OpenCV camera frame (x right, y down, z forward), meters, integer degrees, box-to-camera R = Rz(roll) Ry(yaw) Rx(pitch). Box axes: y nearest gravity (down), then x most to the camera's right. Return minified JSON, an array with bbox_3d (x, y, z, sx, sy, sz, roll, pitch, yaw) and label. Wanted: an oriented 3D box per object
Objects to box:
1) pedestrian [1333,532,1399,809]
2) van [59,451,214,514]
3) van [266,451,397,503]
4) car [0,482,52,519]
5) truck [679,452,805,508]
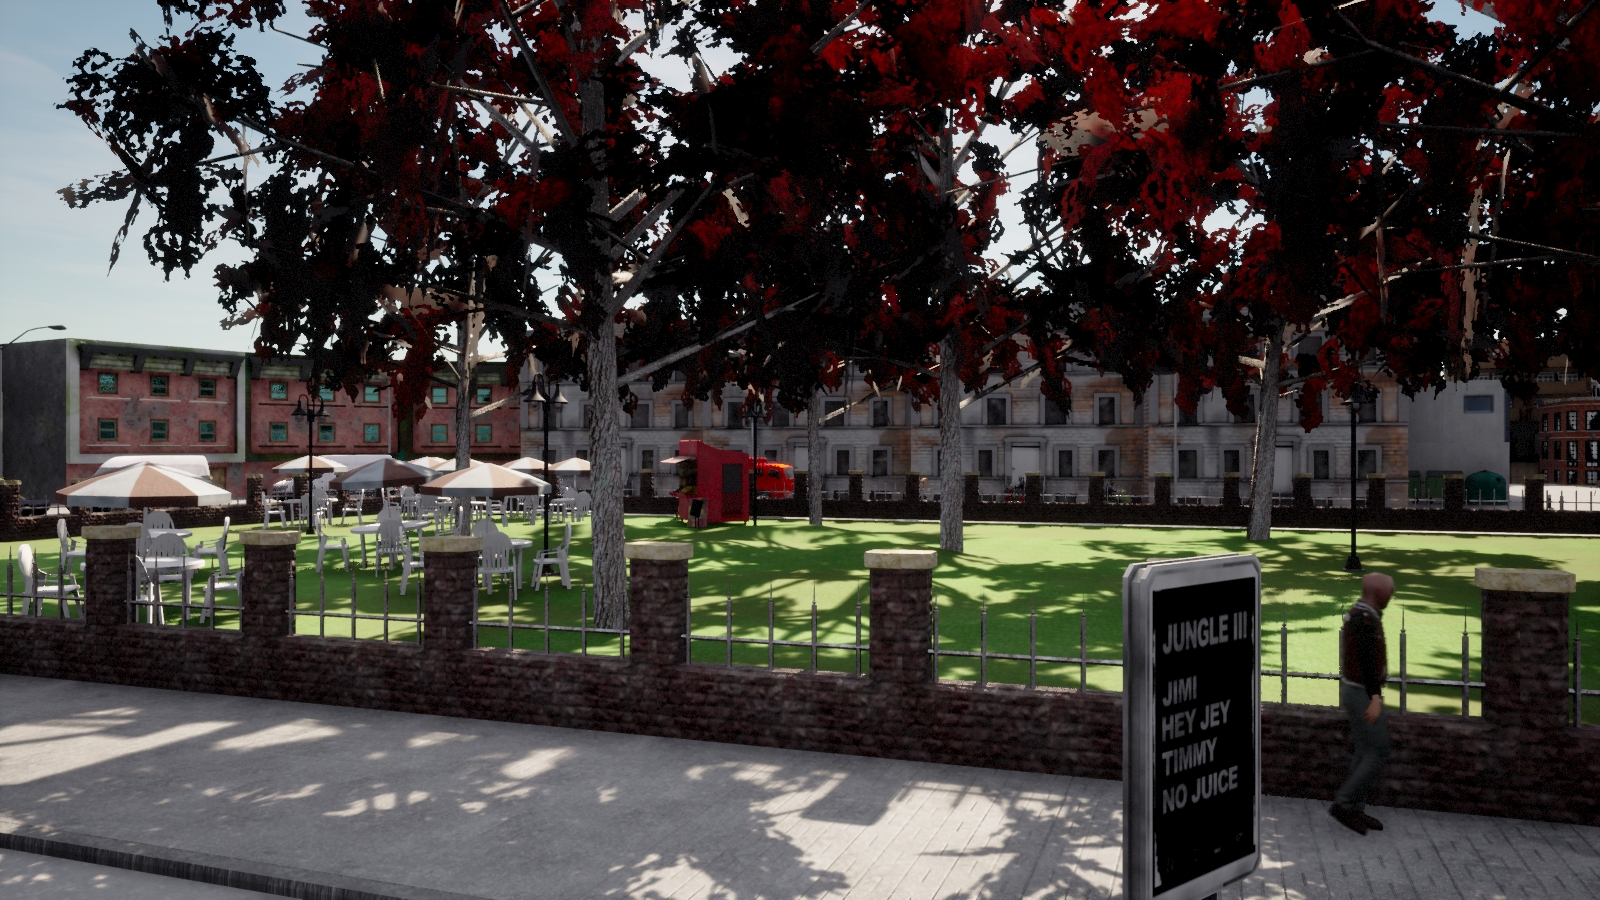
[{"bbox_3d":[3.980,1.523,8.043,0.375,1.860,0.375,0,0,19],"label":"pedestrian"},{"bbox_3d":[-28.660,1.314,49.635,1.988,2.561,5.915,0,0,21],"label":"van"},{"bbox_3d":[-24.015,1.316,58.738,5.915,2.561,1.988,0,0,-36],"label":"van"},{"bbox_3d":[-31.066,1.935,42.988,1.895,1.301,4.718,0,0,20],"label":"car"},{"bbox_3d":[-2.663,1.347,53.002,5.204,2.467,2.627,0,0,20],"label":"truck"}]
